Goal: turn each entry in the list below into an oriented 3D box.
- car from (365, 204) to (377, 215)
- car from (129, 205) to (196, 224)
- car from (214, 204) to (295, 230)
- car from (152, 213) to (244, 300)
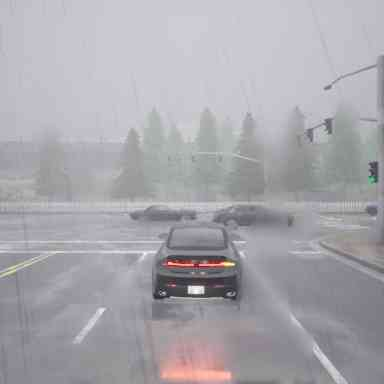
[{"bbox_3d":[18.733,1.422,30.750,5.008,1.535,1.882,0,0,1],"label":"car"},{"bbox_3d":[-1.943,1.570,23.703,4.718,1.301,1.895,0,0,0],"label":"car"},{"bbox_3d":[3.716,1.477,20.167,4.892,1.490,1.837,0,0,0],"label":"car"},{"bbox_3d":[0.171,1.505,8.374,1.837,1.490,4.892,0,0,2],"label":"car"}]
